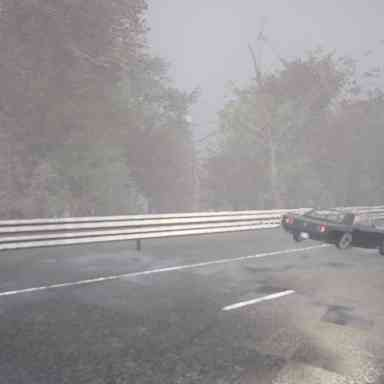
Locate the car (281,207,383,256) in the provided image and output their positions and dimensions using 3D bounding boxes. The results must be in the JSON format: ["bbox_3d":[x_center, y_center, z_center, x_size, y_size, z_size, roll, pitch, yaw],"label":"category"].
[{"bbox_3d":[5.420,1.332,11.870,4.718,1.301,1.895,8,3,-35],"label":"car"}]
